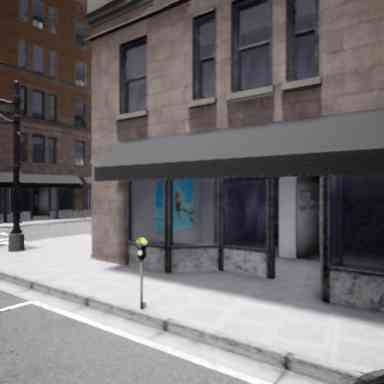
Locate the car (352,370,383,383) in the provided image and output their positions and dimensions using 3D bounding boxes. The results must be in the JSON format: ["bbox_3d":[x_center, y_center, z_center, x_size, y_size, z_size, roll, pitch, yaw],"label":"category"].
[{"bbox_3d":[2.657,1.566,1.183,4.313,1.339,1.947,0,0,35],"label":"car"}]
